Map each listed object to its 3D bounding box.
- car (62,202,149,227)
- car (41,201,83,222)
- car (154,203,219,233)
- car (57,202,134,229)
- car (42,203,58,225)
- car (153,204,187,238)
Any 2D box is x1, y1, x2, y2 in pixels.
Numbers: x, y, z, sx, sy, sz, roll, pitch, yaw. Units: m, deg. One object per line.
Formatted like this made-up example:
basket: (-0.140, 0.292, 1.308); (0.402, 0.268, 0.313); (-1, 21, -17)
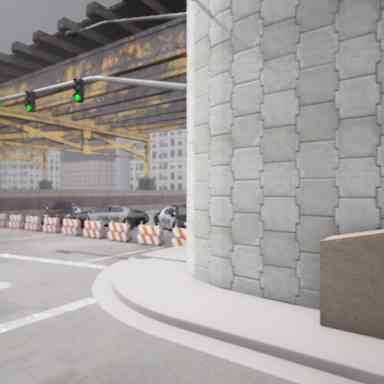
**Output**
car: (-5.156, 1.293, 20.364); (4.536, 1.218, 1.853); (0, 0, 0)
car: (-8.912, 1.292, 23.169); (1.853, 1.218, 4.536); (0, 0, -10)
car: (-0.460, 1.293, 17.827); (1.853, 1.218, 4.536); (0, 0, -25)
car: (-5.208, 1.450, 20.364); (4.974, 1.542, 2.038); (0, 0, 0)
car: (-8.903, 1.449, 23.118); (2.038, 1.542, 4.974); (0, 0, -10)
car: (-0.438, 1.451, 17.779); (2.038, 1.542, 4.974); (0, 0, -25)
